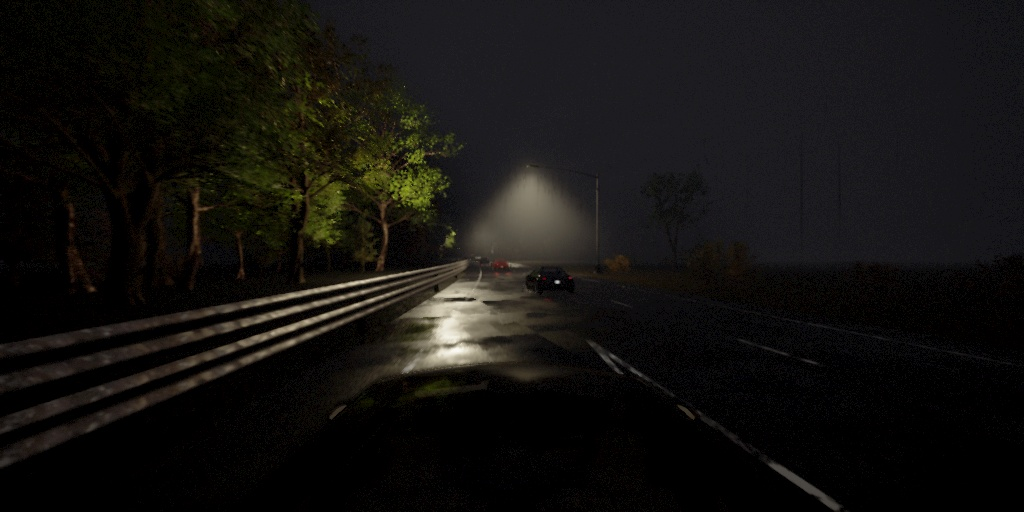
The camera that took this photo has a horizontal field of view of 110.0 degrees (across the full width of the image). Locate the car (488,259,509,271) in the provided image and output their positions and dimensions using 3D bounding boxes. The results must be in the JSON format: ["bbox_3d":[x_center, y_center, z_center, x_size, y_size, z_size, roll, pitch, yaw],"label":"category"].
[{"bbox_3d":[-1.479,1.076,43.668,1.812,1.442,4.674,0,0,-8],"label":"car"}]

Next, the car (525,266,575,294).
[{"bbox_3d":[1.958,1.229,19.522,1.994,1.385,4.181,0,0,-8],"label":"car"}]
